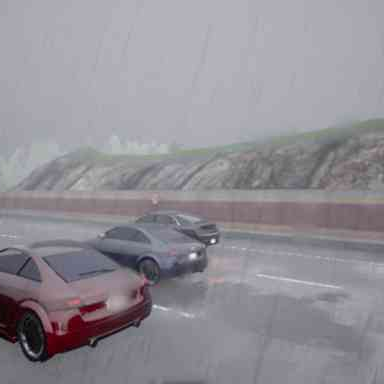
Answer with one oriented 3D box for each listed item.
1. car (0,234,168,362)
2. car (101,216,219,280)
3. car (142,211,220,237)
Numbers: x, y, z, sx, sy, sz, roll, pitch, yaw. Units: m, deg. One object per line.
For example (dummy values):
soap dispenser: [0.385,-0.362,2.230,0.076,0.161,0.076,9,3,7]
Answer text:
car: [-2.723,1.569,5.962,4.181,1.385,1.994,0,0,35]
car: [-1.618,1.573,9.472,4.181,1.385,1.994,0,0,36]
car: [-1.208,1.519,13.478,4.892,1.490,1.837,0,0,36]
